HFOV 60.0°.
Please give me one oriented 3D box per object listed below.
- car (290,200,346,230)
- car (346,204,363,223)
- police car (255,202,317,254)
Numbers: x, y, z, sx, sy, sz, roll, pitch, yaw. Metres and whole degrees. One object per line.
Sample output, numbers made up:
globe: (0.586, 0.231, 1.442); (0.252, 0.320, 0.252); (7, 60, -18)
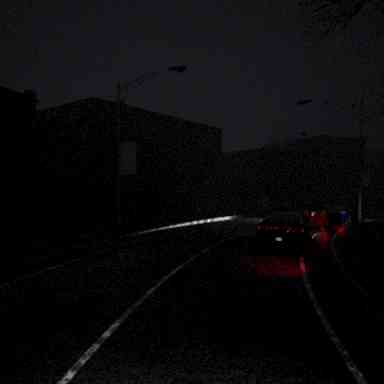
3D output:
car: (8.462, 1.417, 22.086); (2.097, 1.767, 4.553); (1, 0, 36)
car: (12.045, 1.638, 26.434); (1.812, 1.442, 4.674); (2, 1, 44)
police car: (4.013, 1.447, 14.043); (1.930, 1.638, 5.238); (1, 0, 22)
